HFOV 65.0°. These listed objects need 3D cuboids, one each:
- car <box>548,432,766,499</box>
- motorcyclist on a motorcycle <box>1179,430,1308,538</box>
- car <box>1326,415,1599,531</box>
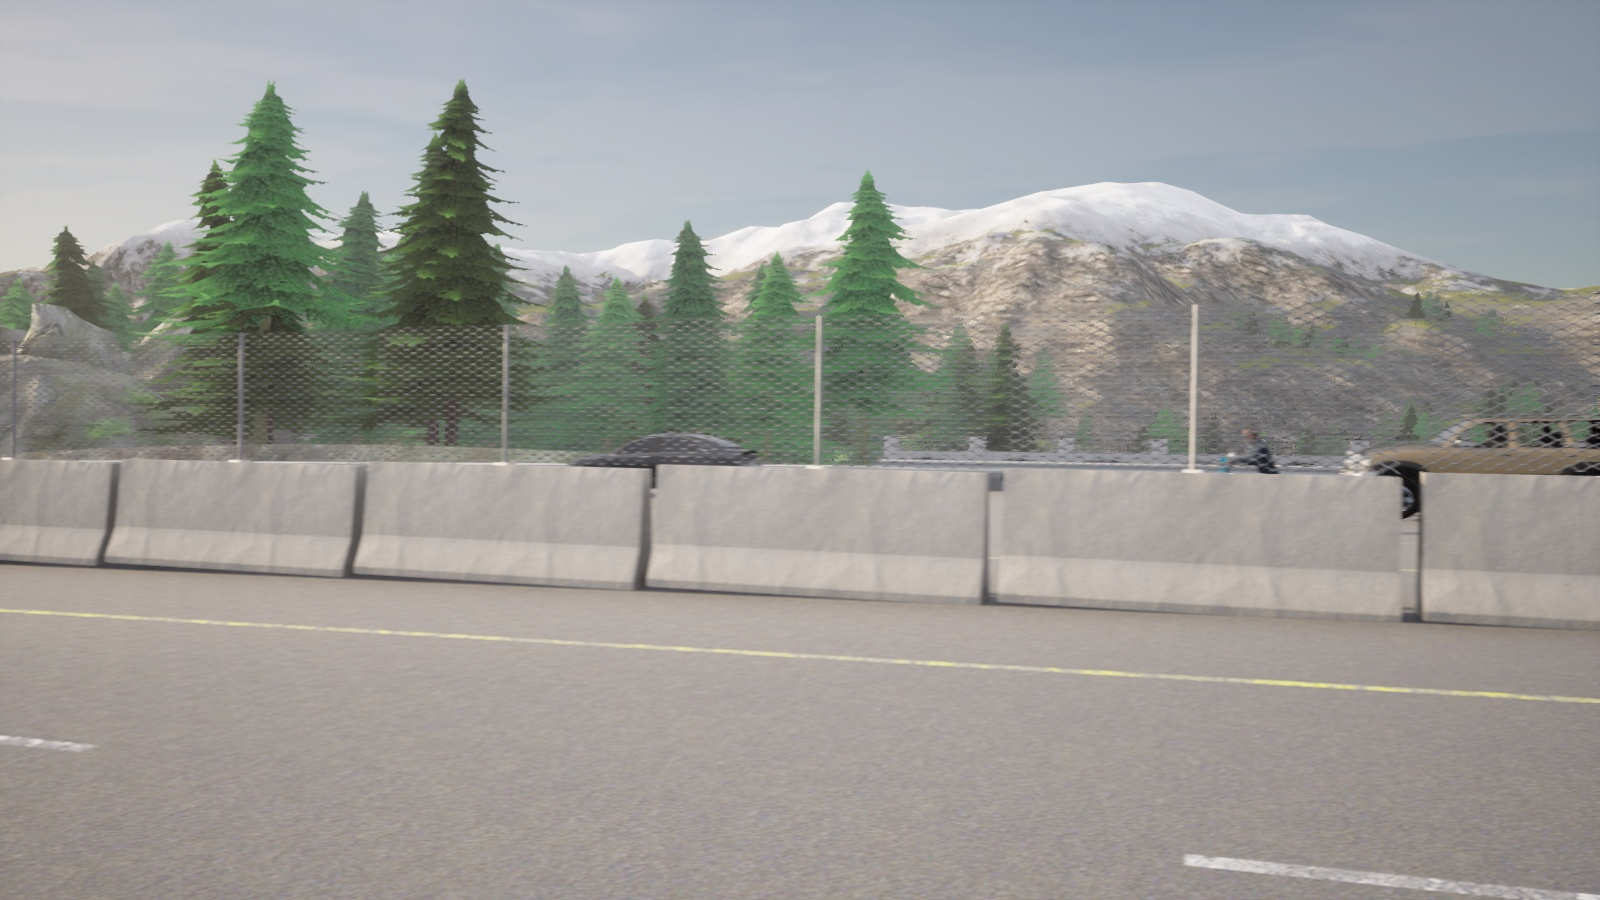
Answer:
[{"bbox_3d":[-3.429,0.333,30.194,4.892,1.490,1.837,1,1,19],"label":"car"},{"bbox_3d":[6.813,0.495,19.362,1.817,1.590,0.866,1,1,19],"label":"motorcyclist on a motorcycle"},{"bbox_3d":[11.573,0.344,21.443,4.605,1.855,1.932,1,1,18],"label":"car"}]
